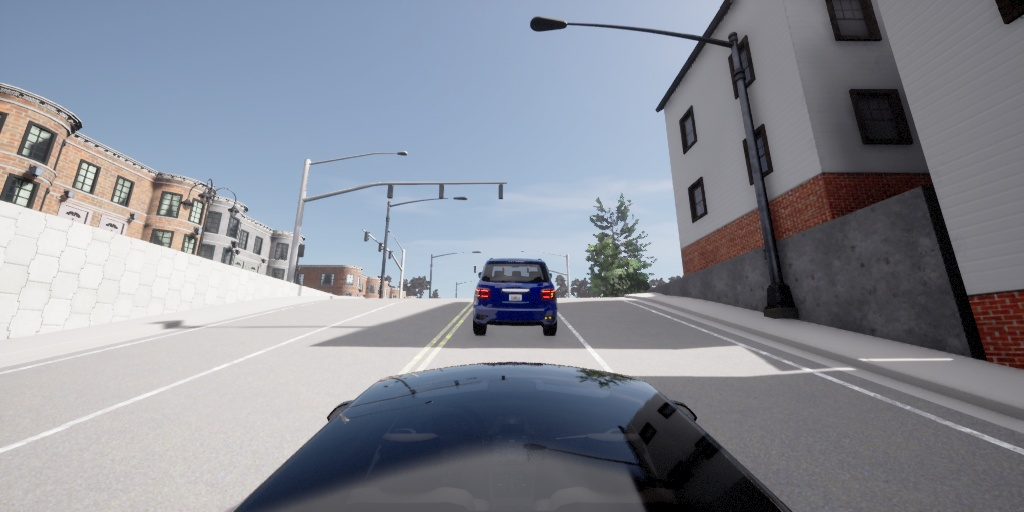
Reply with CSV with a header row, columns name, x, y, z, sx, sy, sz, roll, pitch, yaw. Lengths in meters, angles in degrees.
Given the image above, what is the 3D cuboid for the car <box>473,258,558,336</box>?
name,x,y,z,sx,sy,sz,roll,pitch,yaw
car,0.093,1.097,11.036,2.150,2.045,5.566,1,-1,0
